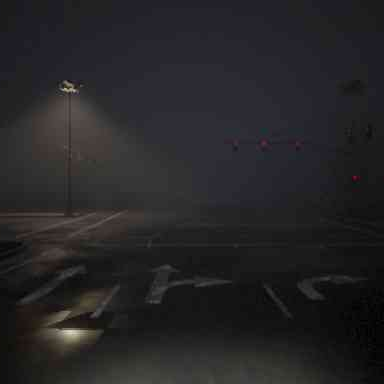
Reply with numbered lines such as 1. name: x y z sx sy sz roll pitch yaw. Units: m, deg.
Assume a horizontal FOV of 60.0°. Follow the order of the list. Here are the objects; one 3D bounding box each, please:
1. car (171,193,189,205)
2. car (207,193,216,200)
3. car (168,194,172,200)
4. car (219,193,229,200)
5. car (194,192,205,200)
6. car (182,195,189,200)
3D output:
1. car: -1.847 1.375 56.150 2.128 1.511 4.902 0 0 0
2. car: 5.283 1.406 88.432 1.895 1.301 4.718 0 0 0
3. car: -5.217 1.311 88.444 1.837 1.490 4.892 0 0 0
4. car: 8.780 1.351 87.554 2.033 1.411 5.357 0 0 0
5. car: 1.780 1.036 87.612 2.150 2.045 5.566 0 0 0
6. car: -1.718 1.406 88.043 1.895 1.301 4.718 0 0 0
